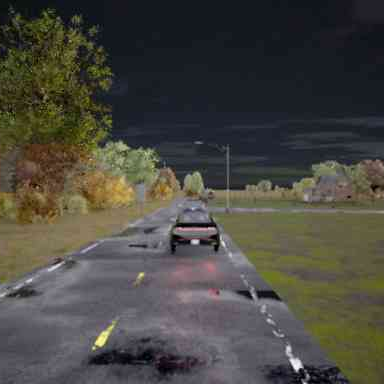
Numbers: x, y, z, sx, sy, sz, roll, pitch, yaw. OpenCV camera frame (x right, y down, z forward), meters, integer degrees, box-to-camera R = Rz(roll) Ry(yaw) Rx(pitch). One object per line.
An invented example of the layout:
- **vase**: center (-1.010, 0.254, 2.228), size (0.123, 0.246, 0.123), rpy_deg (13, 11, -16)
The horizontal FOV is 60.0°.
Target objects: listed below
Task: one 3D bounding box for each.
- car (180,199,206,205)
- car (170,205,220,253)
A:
- **car**: center (0.097, 1.394, 28.191), size (2.097, 1.767, 4.553), rpy_deg (0, 0, 0)
- **car**: center (0.102, 1.510, 13.825), size (2.128, 1.511, 4.902), rpy_deg (0, 0, 0)
